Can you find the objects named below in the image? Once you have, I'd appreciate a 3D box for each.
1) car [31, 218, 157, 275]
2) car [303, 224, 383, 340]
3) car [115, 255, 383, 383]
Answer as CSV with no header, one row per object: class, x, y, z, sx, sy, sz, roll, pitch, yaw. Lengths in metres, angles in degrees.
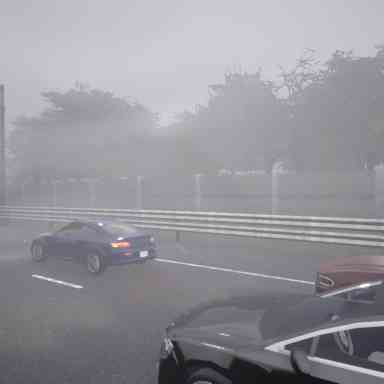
car,-3.176,1.538,10.460,4.674,1.442,1.812,0,0,36
car,4.505,1.478,5.070,5.008,1.535,1.882,0,0,35
car,1.876,1.492,2.636,4.902,1.511,2.128,0,0,36
